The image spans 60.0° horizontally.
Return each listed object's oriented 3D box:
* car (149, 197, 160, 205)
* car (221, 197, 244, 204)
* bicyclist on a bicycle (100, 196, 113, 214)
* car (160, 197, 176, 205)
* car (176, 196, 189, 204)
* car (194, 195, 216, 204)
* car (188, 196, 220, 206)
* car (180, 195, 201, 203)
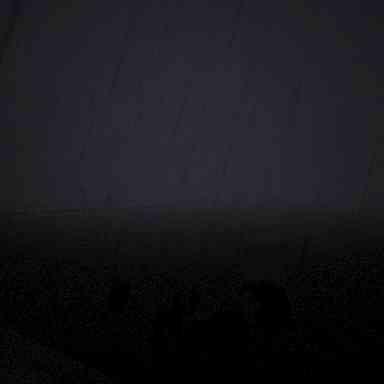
[{"bbox_3d":[-5.855,1.564,60.712,1.994,1.385,4.181,0,0,35],"label":"car"},{"bbox_3d":[7.952,1.601,62.253,1.895,1.301,4.718,0,0,35],"label":"car"},{"bbox_3d":[-8.062,1.156,31.742,1.656,1.620,0.582,33,17,27],"label":"bicyclist on a bicycle"},{"bbox_3d":[-3.025,1.564,58.659,1.994,1.385,4.181,0,0,35],"label":"car"},{"bbox_3d":[-0.152,1.564,56.662,1.994,1.385,4.181,0,0,35],"label":"car"},{"bbox_3d":[2.668,1.477,66.914,1.882,1.535,5.008,0,0,35],"label":"car"},{"bbox_3d":[1.990,1.478,53.634,1.882,1.535,5.008,0,0,35],"label":"car"},{"bbox_3d":[-0.202,1.477,68.917,1.882,1.535,5.008,0,0,35],"label":"car"}]
